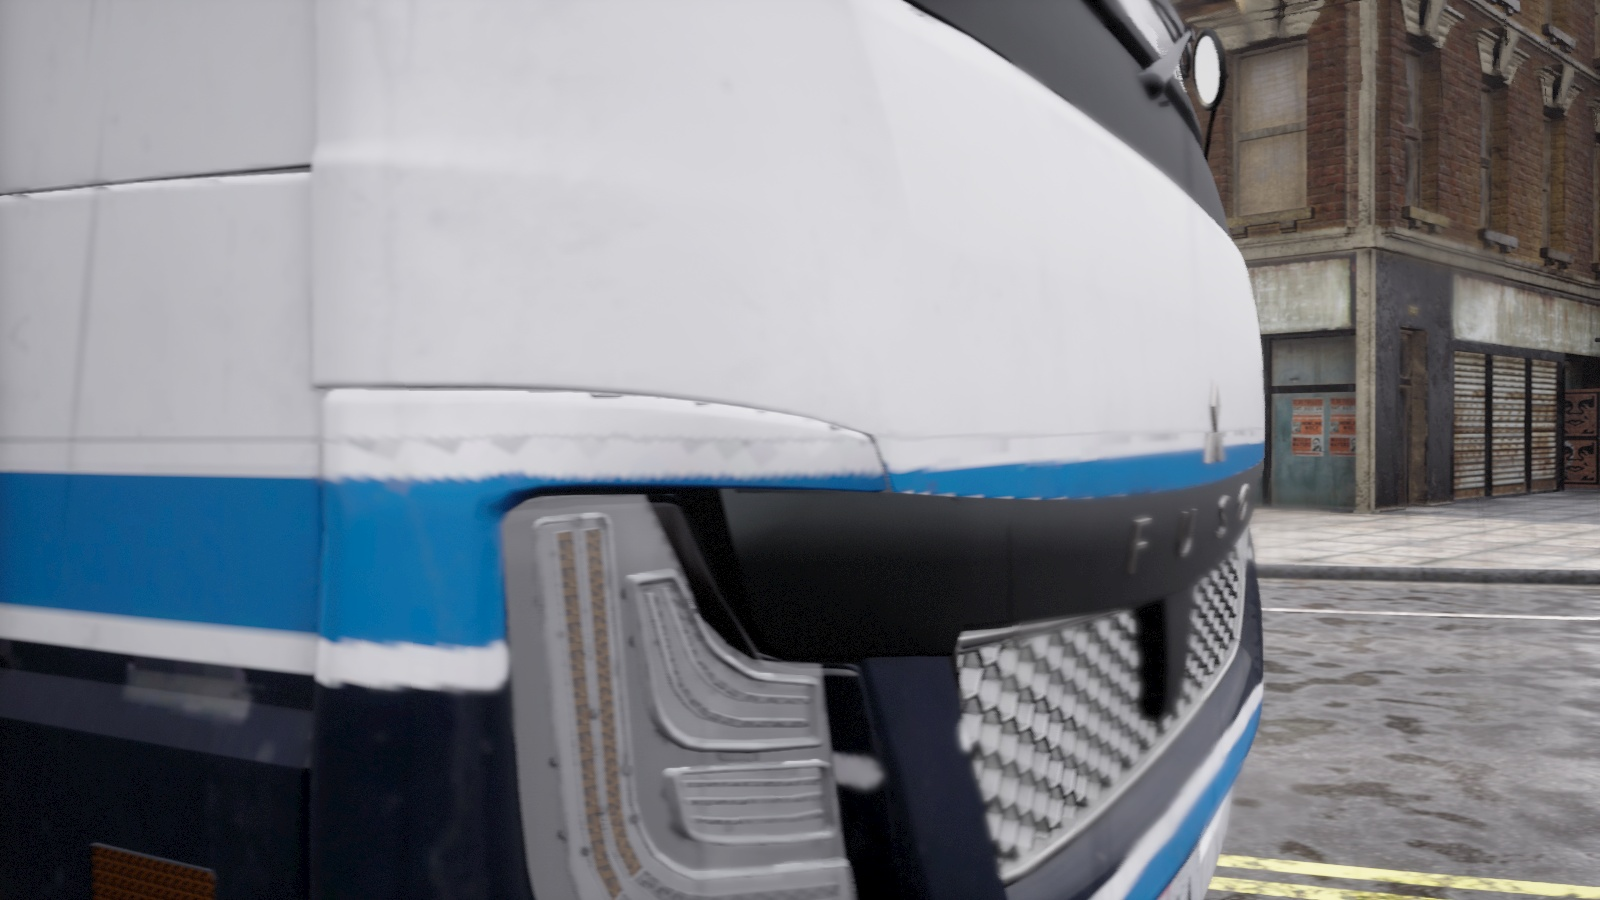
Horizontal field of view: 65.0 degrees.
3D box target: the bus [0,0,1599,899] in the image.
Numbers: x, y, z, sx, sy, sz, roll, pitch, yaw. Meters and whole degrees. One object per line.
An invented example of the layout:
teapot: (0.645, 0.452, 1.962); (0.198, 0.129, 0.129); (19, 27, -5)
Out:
bus: (-3.217, -0.628, 4.354); (10.273, 4.253, 3.944); (1, 1, 28)
